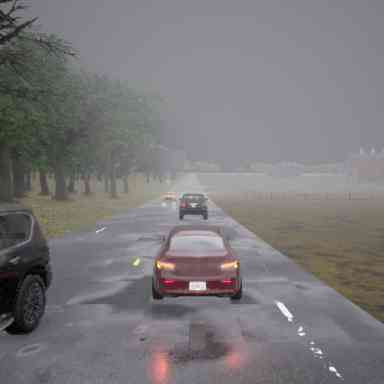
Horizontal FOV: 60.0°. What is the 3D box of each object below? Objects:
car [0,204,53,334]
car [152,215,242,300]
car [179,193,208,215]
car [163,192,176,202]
[{"bbox_3d":[-3.600,1.218,3.821,2.150,2.045,5.566,0,0,0],"label":"car"},{"bbox_3d":[0.102,1.519,8.258,1.812,1.442,4.674,0,0,0],"label":"car"},{"bbox_3d":[0.107,1.082,26.924,2.150,2.045,5.566,0,1,0],"label":"car"},{"bbox_3d":[-3.502,0.749,52.493,1.882,1.535,5.008,0,1,0],"label":"car"}]
